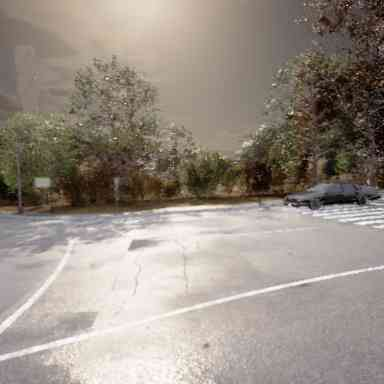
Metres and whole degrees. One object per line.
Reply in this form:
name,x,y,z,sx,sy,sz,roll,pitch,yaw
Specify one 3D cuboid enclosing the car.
car,7.972,0.140,18.925,5.357,1.411,2.033,-4,3,-12
